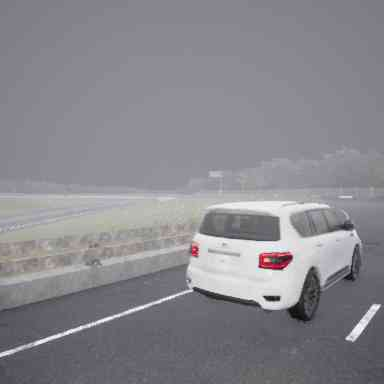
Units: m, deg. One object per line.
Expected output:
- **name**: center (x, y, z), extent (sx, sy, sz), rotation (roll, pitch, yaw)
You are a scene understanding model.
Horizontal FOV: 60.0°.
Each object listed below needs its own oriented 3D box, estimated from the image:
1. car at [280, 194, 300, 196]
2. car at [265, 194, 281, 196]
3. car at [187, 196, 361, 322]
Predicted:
- **car**: center (24.393, 1.548, 82.717), extent (1.994, 1.385, 4.181), rotation (0, 0, -7)
- **car**: center (22.895, 1.468, 92.505), extent (1.882, 1.535, 5.008), rotation (0, 0, -13)
- **car**: center (2.192, 1.223, 7.601), extent (2.150, 2.045, 5.566), rotation (0, 0, 38)
